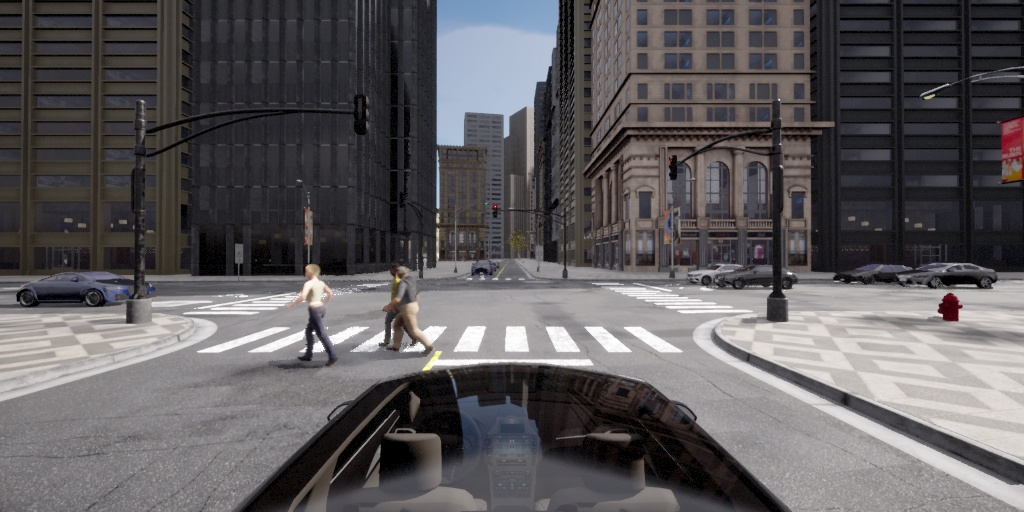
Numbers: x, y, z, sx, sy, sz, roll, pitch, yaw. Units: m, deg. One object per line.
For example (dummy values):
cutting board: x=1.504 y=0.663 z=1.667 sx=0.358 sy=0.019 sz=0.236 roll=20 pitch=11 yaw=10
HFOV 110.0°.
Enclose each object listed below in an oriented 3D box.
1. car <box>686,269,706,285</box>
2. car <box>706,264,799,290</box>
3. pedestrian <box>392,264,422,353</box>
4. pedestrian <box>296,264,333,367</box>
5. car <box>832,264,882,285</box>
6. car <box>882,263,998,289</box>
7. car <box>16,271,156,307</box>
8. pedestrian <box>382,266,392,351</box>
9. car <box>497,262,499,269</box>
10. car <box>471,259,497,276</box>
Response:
car: x=14.643 y=1.262 z=24.986 sx=4.674 sy=1.442 sz=1.812 roll=0 pitch=0 yaw=0
car: x=14.707 y=1.238 z=21.726 sx=4.674 sy=1.442 sz=1.812 roll=0 pitch=0 yaw=-1
pedestrian: x=-2.098 y=1.038 z=7.169 sx=0.375 sy=1.860 sz=0.375 roll=0 pitch=0 yaw=0
pedestrian: x=-3.615 y=1.044 z=6.570 sx=0.375 sy=1.860 sz=0.375 roll=0 pitch=0 yaw=0
car: x=25.697 y=1.255 z=24.991 sx=5.357 sy=1.411 sz=2.033 roll=0 pitch=0 yaw=0
car: x=26.170 y=1.174 z=21.739 sx=4.902 sy=1.511 sz=2.128 roll=0 pitch=0 yaw=0
car: x=-17.654 y=1.333 z=15.011 sx=4.181 sy=1.385 sz=1.994 roll=0 pitch=0 yaw=0
pedestrian: x=-2.507 y=1.030 z=7.771 sx=0.375 sy=1.860 sz=0.375 roll=0 pitch=0 yaw=0
car: x=-3.046 y=1.373 z=46.661 sx=1.994 sy=1.385 sz=4.181 roll=0 pitch=0 yaw=0
car: x=-3.039 y=1.141 z=37.641 sx=2.097 sy=1.767 sz=4.553 roll=0 pitch=0 yaw=0
